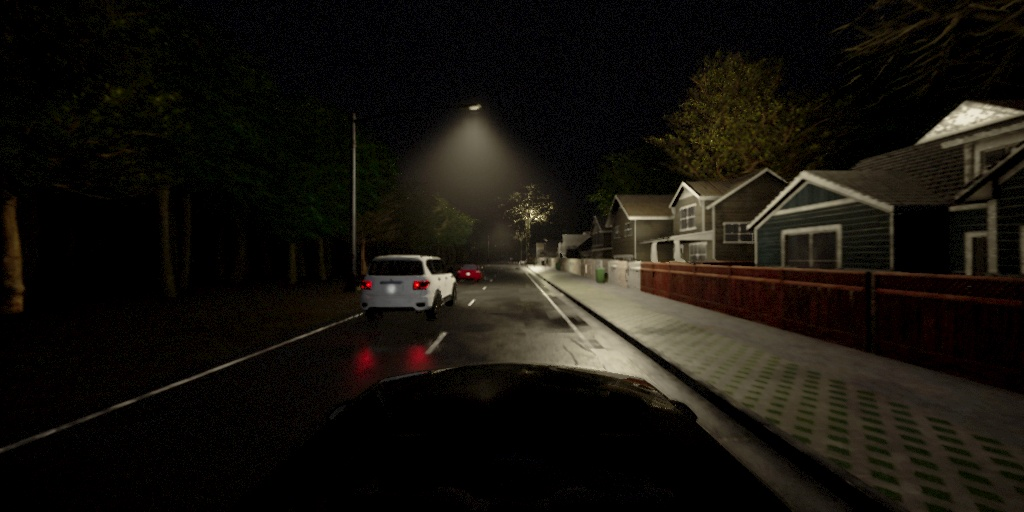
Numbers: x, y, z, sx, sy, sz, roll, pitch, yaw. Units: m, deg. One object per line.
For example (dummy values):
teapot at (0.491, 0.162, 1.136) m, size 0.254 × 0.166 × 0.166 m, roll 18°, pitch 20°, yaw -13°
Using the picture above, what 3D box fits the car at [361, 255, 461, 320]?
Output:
car at (-3.402, 0.996, 12.808) m, size 2.150 × 2.045 × 5.566 m, roll 0°, pitch 0°, yaw 0°

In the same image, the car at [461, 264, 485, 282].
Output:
car at (-3.401, 1.368, 29.853) m, size 1.994 × 1.385 × 4.181 m, roll 0°, pitch 0°, yaw 0°
